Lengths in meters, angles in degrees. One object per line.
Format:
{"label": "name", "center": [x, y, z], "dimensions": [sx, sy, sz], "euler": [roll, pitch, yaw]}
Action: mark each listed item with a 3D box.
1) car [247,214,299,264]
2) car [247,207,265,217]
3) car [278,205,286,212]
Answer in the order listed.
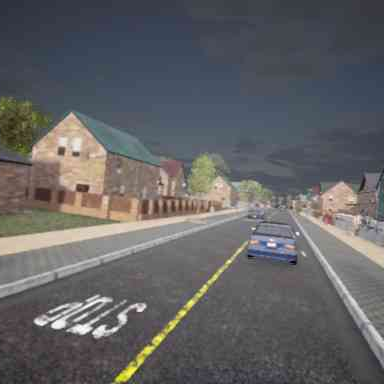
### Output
{"label": "car", "center": [3.373, 1.916, 13.716], "dimensions": [2.033, 1.411, 5.357], "euler": [5, 0, 16]}
{"label": "car", "center": [7.862, 2.516, 40.292], "dimensions": [2.033, 1.411, 5.357], "euler": [5, 0, 16]}
{"label": "car", "center": [24.259, 4.536, 89.485], "dimensions": [2.128, 1.511, 4.902], "euler": [5, -1, 16]}
